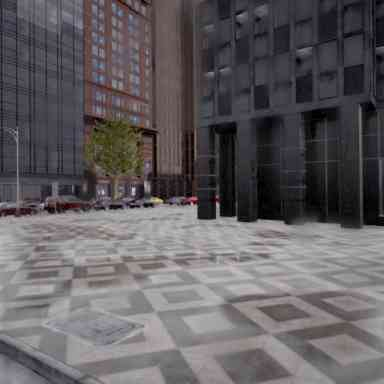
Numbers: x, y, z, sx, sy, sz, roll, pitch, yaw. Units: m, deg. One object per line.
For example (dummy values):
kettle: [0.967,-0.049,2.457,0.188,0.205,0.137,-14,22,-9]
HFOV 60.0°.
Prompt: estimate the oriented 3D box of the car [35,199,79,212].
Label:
car: [-16.078,1.559,39.890,1.812,1.442,4.674,-1,0,34]

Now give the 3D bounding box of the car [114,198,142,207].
car: [-10.199,1.609,53.237,1.802,1.307,4.206,-1,0,35]

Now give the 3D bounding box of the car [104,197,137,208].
car: [-10.331,1.530,48.183,1.812,1.442,4.674,-1,0,35]

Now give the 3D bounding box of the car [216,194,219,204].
car: [3.221,1.220,57.664,2.192,1.841,5.009,-1,0,35]

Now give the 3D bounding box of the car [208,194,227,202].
car: [5.834,1.293,76.433,2.192,1.841,5.009,-1,0,35]

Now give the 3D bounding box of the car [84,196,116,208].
car: [-13.407,1.481,48.598,1.967,1.590,4.097,-1,0,35]

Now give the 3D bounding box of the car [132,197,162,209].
car: [-6.396,1.506,43.747,1.947,1.339,4.313,-1,0,35]

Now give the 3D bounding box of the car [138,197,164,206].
car: [-7.089,1.541,57.736,1.752,1.417,4.829,-1,0,35]

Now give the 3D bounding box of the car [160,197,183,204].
car: [-3.785,1.571,62.516,1.947,1.339,4.313,-1,0,35]

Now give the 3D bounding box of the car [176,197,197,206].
car: [0.016,1.460,53.024,1.887,1.381,4.507,-1,0,35]

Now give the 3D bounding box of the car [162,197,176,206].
car: [-1.992,1.493,54.717,2.033,1.411,5.357,-1,0,35]

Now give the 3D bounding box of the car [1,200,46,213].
car: [-19.819,1.639,39.321,1.947,1.339,4.313,-1,0,35]

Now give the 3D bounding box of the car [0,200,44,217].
car: [-16.015,1.574,29.832,1.802,1.307,4.206,-1,0,35]

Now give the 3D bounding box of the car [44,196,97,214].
car: [-12.811,1.287,34.472,2.192,1.841,5.009,-1,0,35]

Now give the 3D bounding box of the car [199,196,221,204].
car: [3.436,1.455,62.662,1.812,1.442,4.674,-1,0,35]

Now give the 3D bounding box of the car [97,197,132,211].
car: [-9.602,1.522,39.109,1.947,1.339,4.313,-1,0,35]
